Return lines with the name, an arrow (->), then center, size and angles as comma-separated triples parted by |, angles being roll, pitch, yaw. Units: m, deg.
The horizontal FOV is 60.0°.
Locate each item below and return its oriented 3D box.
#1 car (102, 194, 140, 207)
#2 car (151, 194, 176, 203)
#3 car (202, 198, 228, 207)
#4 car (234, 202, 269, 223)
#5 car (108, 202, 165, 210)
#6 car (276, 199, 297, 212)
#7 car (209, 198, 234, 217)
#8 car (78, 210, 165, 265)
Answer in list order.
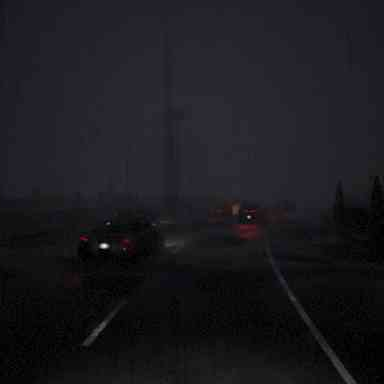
car -> -8.533, 1.319, 40.579 | 2.150, 2.045, 5.566 | 0, 0, 25
car -> -4.534, 1.416, 55.528 | 2.150, 2.045, 5.566 | 0, -1, 31
car -> 3.946, 1.754, 56.023 | 2.033, 1.411, 5.357 | 0, 0, 31
car -> 4.927, 1.563, 26.558 | 1.837, 1.490, 4.892 | 0, 0, 18
car -> -3.618, 1.594, 22.482 | 1.994, 1.385, 4.181 | 0, 0, 15
car -> 11.709, 1.652, 41.328 | 1.812, 1.442, 4.674 | 0, 0, 29
car -> 3.334, 1.553, 32.253 | 1.882, 1.535, 5.008 | 0, 0, 22
car -> -2.294, 1.570, 11.798 | 1.994, 1.385, 4.181 | 0, 0, 8
